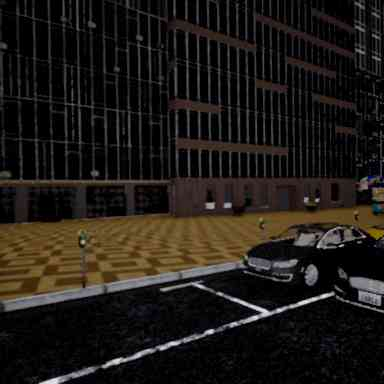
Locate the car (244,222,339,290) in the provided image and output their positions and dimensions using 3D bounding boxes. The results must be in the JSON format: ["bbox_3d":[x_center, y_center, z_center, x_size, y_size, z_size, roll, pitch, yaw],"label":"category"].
[{"bbox_3d":[3.302,1.528,8.931,4.403,1.369,2.008,0,-1,-35],"label":"car"}]

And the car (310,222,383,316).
[{"bbox_3d":[4.902,1.468,6.876,4.902,1.511,2.128,0,0,-36],"label":"car"}]
